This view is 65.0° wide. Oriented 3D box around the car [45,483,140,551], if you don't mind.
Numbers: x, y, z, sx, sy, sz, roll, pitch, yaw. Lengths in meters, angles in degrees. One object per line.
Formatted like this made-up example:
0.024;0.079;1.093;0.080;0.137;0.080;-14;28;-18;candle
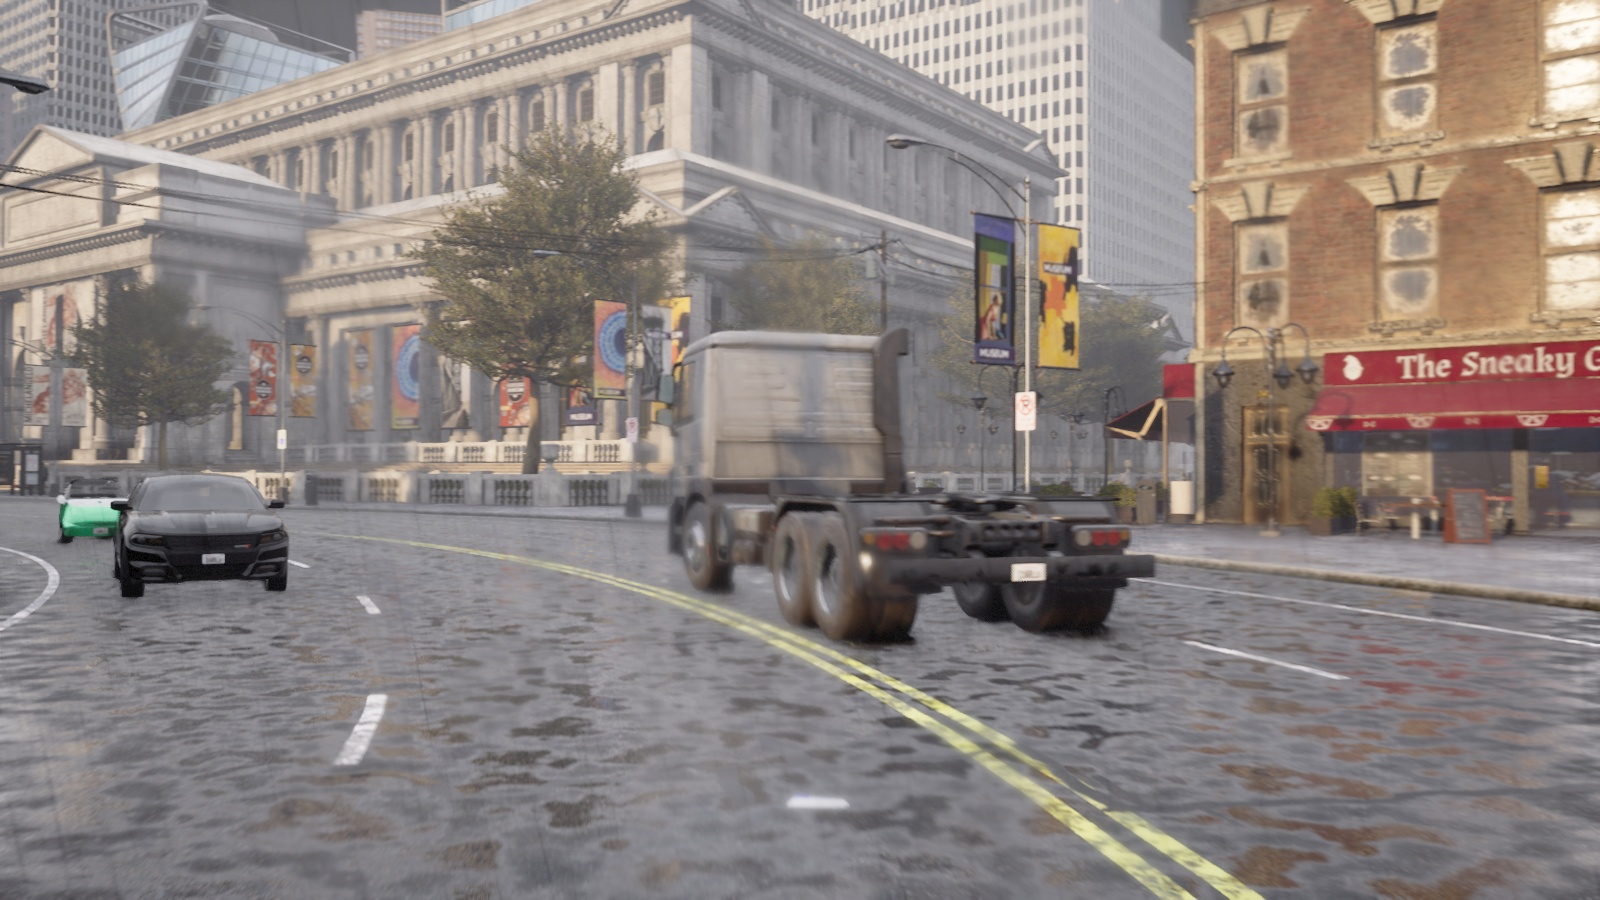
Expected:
-15.260;1.404;27.057;1.481;1.376;2.207;0;-1;-38;car

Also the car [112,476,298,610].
-8.216;1.123;17.090;1.882;1.535;5.008;0;-1;-30;car

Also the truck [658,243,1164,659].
0.627;0.075;14.656;2.891;3.462;7.936;0;-1;-19;truck
